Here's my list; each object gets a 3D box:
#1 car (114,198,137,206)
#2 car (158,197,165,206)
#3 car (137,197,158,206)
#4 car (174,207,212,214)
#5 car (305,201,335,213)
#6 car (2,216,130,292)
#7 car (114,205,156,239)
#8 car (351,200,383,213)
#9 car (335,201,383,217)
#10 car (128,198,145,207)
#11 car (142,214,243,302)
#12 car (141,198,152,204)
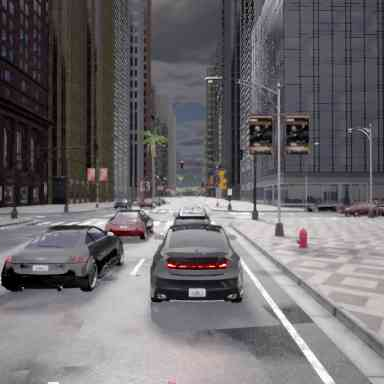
[{"bbox_3d":[-9.908,1.766,48.340,2.033,1.411,5.357,0,0,0],"label":"car"},{"bbox_3d":[-6.642,1.653,60.106,2.097,1.767,4.553,0,0,0],"label":"car"},{"bbox_3d":[-6.656,1.707,50.068,1.882,1.535,5.008,0,0,0],"label":"car"},{"bbox_3d":[0.029,1.530,17.556,2.128,1.511,4.902,0,0,0],"label":"car"},{"bbox_3d":[15.140,1.661,37.797,4.313,1.339,1.947,0,0,-1],"label":"car"},{"bbox_3d":[-3.166,1.576,9.010,1.994,1.385,4.181,0,0,1],"label":"car"},{"bbox_3d":[-3.170,1.601,17.409,1.994,1.385,4.181,0,0,0],"label":"car"},{"bbox_3d":[20.779,1.642,37.892,4.313,1.339,1.947,0,0,-1],"label":"car"},{"bbox_3d":[15.281,1.576,29.274,4.206,1.307,1.802,0,0,-1],"label":"car"},{"bbox_3d":[-9.901,1.786,59.605,2.128,1.511,4.902,0,0,0],"label":"car"},{"bbox_3d":[0.091,1.515,8.234,1.837,1.490,4.892,0,0,0],"label":"car"},{"bbox_3d":[-9.838,1.948,72.125,1.994,1.385,4.181,0,0,0],"label":"car"}]
